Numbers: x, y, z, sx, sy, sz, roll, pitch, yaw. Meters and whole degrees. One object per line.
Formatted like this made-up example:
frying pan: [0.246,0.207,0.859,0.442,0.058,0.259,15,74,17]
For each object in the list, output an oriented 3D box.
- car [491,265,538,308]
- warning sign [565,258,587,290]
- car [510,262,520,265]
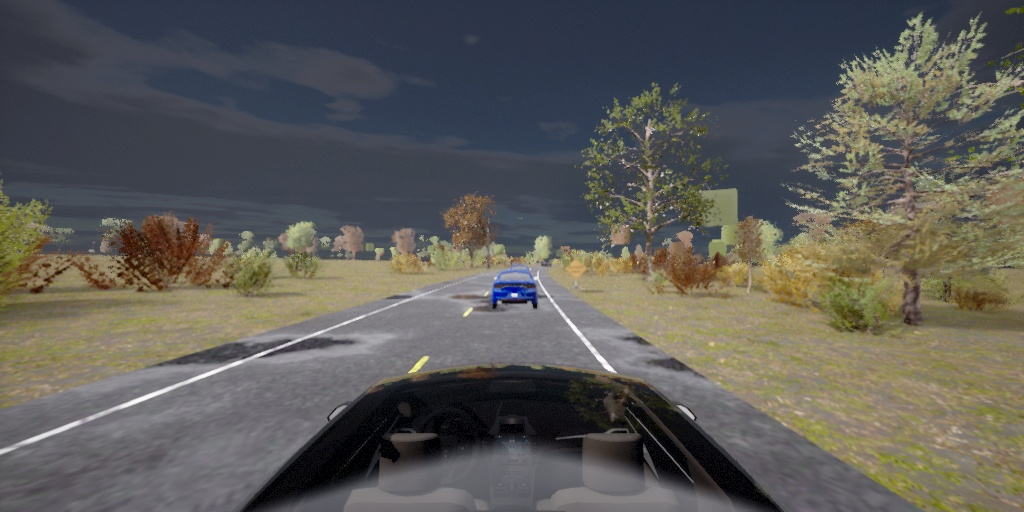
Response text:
car: [0.156,1.369,16.259,1.882,1.535,5.008,0,0,1]
warning sign: [3.835,1.058,21.434,1.300,1.860,1.060,0,0,2]
car: [0.665,1.523,31.200,1.882,1.535,5.008,0,0,3]
